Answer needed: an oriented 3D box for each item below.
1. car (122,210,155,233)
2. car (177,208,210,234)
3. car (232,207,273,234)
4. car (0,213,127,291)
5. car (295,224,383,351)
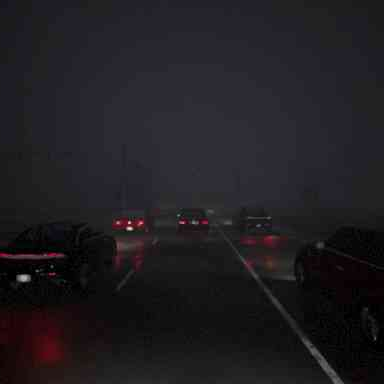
[{"bbox_3d":[-3.412,1.738,20.469,1.895,1.301,4.718,0,0,0],"label":"car"},{"bbox_3d":[0.090,1.683,20.103,2.033,1.411,5.357,0,0,0],"label":"car"},{"bbox_3d":[3.589,1.629,20.388,2.128,1.511,4.902,0,0,0],"label":"car"},{"bbox_3d":[-3.406,1.553,9.157,2.128,1.511,4.902,0,0,0],"label":"car"},{"bbox_3d":[3.594,1.398,6.438,2.097,1.767,4.553,0,0,0],"label":"car"}]
